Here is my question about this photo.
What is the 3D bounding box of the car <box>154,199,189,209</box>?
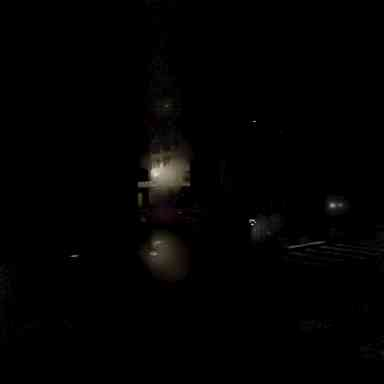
[{"bbox_3d":[-2.596,1.630,25.648,2.097,1.767,4.553,0,0,-35],"label":"car"}]

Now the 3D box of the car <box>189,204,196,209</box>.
[{"bbox_3d":[0.292,1.804,31.682,1.752,1.417,4.829,-1,0,-35],"label":"car"}]

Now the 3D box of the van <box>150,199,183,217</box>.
[{"bbox_3d":[-2.807,1.688,36.025,1.690,1.788,3.998,-1,0,-35],"label":"van"}]

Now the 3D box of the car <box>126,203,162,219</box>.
[{"bbox_3d":[-5.099,1.932,34.669,1.994,1.385,4.181,0,0,-35],"label":"car"}]

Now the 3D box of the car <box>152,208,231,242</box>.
[{"bbox_3d":[-0.162,1.778,17.630,1.802,1.307,4.206,-1,0,-35],"label":"car"}]

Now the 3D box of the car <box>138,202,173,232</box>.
[{"bbox_3d":[-3.360,1.705,22.113,1.967,1.590,4.097,-1,0,-35],"label":"car"}]

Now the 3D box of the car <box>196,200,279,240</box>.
[{"bbox_3d":[2.568,1.517,18.369,2.097,1.767,4.553,0,0,-35],"label":"car"}]
